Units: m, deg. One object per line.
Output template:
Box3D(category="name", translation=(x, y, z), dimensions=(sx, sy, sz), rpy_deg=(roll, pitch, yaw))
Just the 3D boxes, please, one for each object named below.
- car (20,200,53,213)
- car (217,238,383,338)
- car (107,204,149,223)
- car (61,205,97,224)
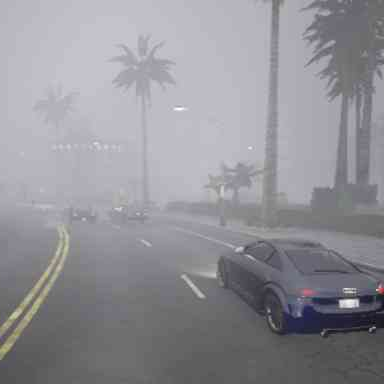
Box3D(category="car", translation=(-16.795, 1.528, 35.730), dimensions=(4.718, 1.301, 1.895), rpy_deg=(1, -1, 45))
Box3D(category="car", translation=(1.947, 1.659, 6.985), dimensions=(1.994, 1.385, 4.181), rpy_deg=(1, 0, -12))
Box3D(category="car", translation=(-5.137, 1.642, 26.174), dimensions=(2.033, 1.411, 5.357), rpy_deg=(1, -1, -29))
Box3D(category="car", translation=(-8.647, 1.615, 25.163), dimensions=(1.895, 1.301, 4.718), rpy_deg=(1, -1, -30))
